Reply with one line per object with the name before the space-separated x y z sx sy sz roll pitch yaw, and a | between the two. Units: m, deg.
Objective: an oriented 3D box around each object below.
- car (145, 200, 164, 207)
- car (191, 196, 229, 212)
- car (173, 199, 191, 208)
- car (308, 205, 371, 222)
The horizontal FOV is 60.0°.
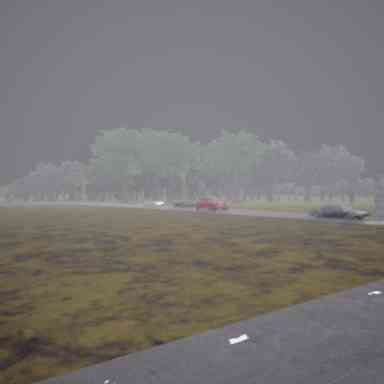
car | -7.415 2.179 65.207 1.895 1.301 4.718 -1 0 -36
car | 2.679 1.649 46.281 2.150 2.045 5.566 -1 0 -36
car | -1.505 1.963 57.074 2.128 1.511 4.902 -1 0 -35
car | 13.616 1.906 31.069 2.033 1.411 5.357 -1 1 -36
